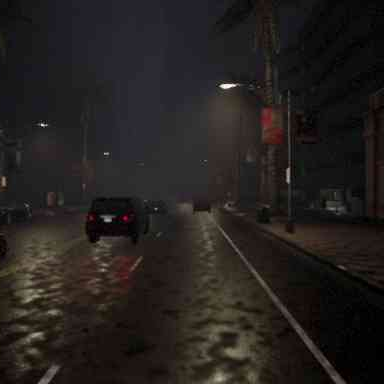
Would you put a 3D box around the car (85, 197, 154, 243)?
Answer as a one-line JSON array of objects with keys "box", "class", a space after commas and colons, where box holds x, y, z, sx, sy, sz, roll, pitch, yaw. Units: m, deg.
[{"box": [-3.404, 1.228, 16.118, 2.150, 2.045, 5.566, 0, 0, 0], "class": "car"}]

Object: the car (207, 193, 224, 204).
[{"box": [4.470, 1.278, 66.714, 2.150, 2.045, 5.566, 0, 0, 33], "class": "car"}]

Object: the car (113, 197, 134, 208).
[{"box": [-10.343, 1.498, 50.339, 1.882, 1.535, 5.008, 0, 0, 3], "class": "car"}]

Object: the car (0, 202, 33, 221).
[{"box": [-13.594, 1.491, 24.577, 2.231, 1.521, 4.892, 0, 0, 0], "class": "car"}]

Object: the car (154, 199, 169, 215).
[{"box": [-3.410, 1.578, 33.631, 1.994, 1.385, 4.181, 0, 0, 0], "class": "car"}]

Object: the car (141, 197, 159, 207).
[{"box": [-6.679, 1.585, 52.809, 1.994, 1.385, 4.181, 0, 0, 5], "class": "car"}]

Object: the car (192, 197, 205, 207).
[{"box": [1.110, 1.548, 51.801, 1.812, 1.442, 4.674, 0, 0, 4], "class": "car"}]

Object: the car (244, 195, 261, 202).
[{"box": [14.280, 1.496, 77.400, 5.008, 1.535, 1.882, 0, 0, -35], "class": "car"}]

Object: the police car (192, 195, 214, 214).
[{"box": [1.039, 1.440, 36.336, 1.930, 1.638, 5.238, 0, 0, 0], "class": "police car"}]

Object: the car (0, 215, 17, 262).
[{"box": [-7.103, 1.568, 9.377, 1.994, 1.385, 4.181, 0, 0, 0], "class": "car"}]
